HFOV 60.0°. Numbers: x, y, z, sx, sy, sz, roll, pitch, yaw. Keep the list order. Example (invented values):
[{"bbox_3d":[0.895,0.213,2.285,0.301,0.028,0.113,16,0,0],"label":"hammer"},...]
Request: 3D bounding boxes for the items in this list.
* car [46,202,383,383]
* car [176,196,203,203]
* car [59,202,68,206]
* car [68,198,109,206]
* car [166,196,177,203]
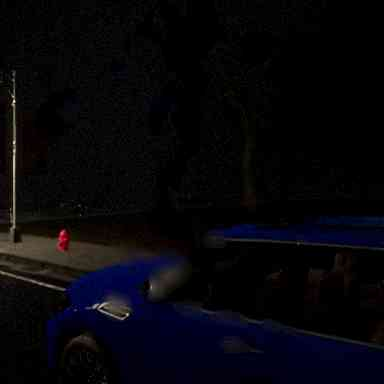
[{"bbox_3d":[1.053,1.222,2.934,5.566,2.045,2.150,0,0,36],"label":"car"},{"bbox_3d":[-0.059,1.543,61.715,2.033,1.411,5.357,-1,0,35],"label":"car"},{"bbox_3d":[-15.684,1.605,45.181,1.812,1.442,4.674,-1,0,35],"label":"car"},{"bbox_3d":[-13.073,1.556,43.248,1.837,1.490,4.892,-1,0,35],"label":"car"},{"bbox_3d":[-3.009,1.504,63.177,1.882,1.535,5.008,-1,-1,35],"label":"car"}]
